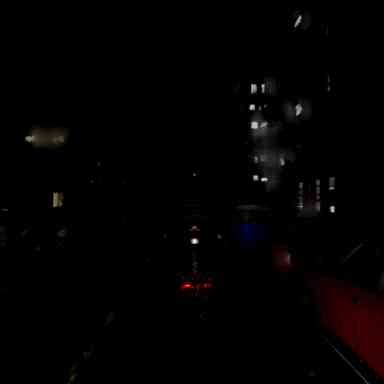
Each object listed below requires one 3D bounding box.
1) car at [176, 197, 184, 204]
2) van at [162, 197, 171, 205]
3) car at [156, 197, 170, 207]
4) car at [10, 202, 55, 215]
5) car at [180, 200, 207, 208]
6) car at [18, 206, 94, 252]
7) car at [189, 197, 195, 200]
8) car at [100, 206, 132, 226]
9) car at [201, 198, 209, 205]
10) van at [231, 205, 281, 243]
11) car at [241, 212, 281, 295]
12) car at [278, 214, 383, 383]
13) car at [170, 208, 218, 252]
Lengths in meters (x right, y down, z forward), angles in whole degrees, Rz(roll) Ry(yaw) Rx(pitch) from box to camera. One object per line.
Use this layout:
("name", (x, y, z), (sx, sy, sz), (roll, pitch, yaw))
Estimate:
("car", (-2.999, 2.148, 86.869), (2.097, 1.767, 4.553), (0, -1, 0))
("van", (-5.671, 2.021, 74.475), (1.690, 1.788, 3.998), (1, -1, 0))
("car", (-5.752, 2.122, 63.105), (1.887, 1.381, 4.507), (1, -1, 0))
("car", (-19.299, 1.984, 40.404), (4.507, 1.381, 1.887), (0, -1, 1))
("car", (0.030, 1.760, 30.672), (1.882, 1.535, 5.008), (0, -1, -2))
("car", (-5.674, 1.573, 14.338), (1.967, 1.590, 4.097), (1, -1, 0))
("car", (0.002, 2.289, 89.942), (1.882, 1.535, 5.008), (0, -1, 0))
("car", (-5.676, 1.783, 25.150), (2.008, 1.369, 4.403), (1, -1, 0))
("car", (2.707, 2.120, 74.535), (1.967, 1.590, 4.097), (1, -1, 0))
("van", (2.708, 1.474, 14.331), (1.690, 1.788, 3.998), (1, -1, 0))
("car", (2.706, 1.523, 8.923), (1.967, 1.590, 4.097), (1, -1, 0))
("car", (2.708, 1.349, 3.517), (2.192, 1.841, 5.009), (1, -1, 0))
("car", (0.100, 1.637, 14.701), (1.837, 1.490, 4.892), (0, -2, 0))
